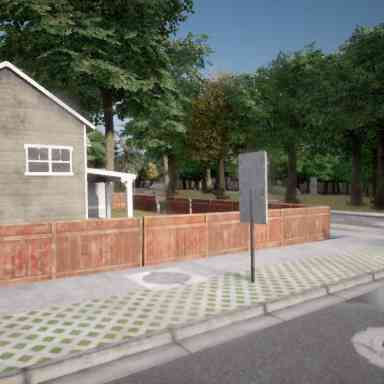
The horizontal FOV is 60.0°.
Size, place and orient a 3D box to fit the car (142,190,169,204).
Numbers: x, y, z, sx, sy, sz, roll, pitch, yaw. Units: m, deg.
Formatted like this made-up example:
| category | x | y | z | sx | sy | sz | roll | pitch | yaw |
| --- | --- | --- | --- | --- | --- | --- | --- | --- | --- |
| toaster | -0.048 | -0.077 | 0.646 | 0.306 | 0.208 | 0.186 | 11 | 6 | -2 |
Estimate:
| category | x | y | z | sx | sy | sz | roll | pitch | yaw |
| --- | --- | --- | --- | --- | --- | --- | --- | --- | --- |
| car | -4.666 | 0.585 | 42.983 | 2.097 | 1.767 | 4.553 | -2 | 3 | -35 |

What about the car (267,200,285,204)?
| category | x | y | z | sx | sy | sz | roll | pitch | yaw |
| --- | --- | --- | --- | --- | --- | --- | --- | --- | --- |
| car | 6.667 | 1.304 | 26.879 | 1.895 | 1.301 | 4.718 | -2 | 2 | -35 |
